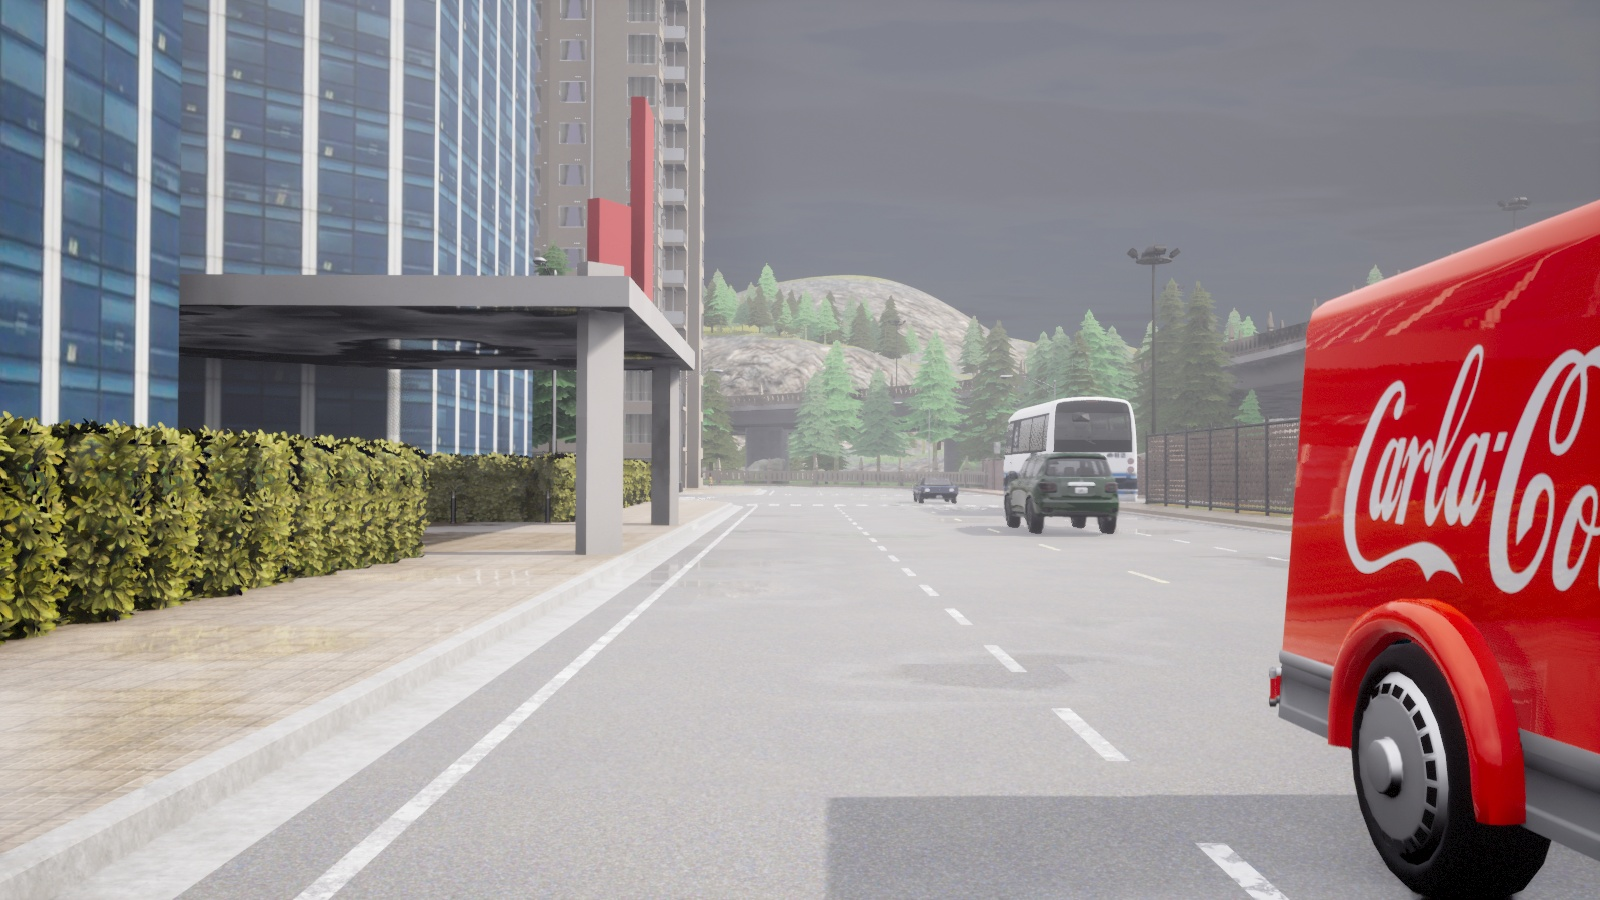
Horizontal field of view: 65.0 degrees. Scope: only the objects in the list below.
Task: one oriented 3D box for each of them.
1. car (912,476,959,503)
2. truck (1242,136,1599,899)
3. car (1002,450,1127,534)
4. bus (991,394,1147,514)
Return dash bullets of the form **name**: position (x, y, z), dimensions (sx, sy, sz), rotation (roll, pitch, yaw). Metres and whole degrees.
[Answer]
- **car**: position (6.832, 1.980, 63.751), dimensions (1.895, 1.301, 4.718), rotation (0, -1, 0)
- **truck**: position (3.488, 0.381, 3.514), dimensions (2.627, 2.467, 5.204), rotation (0, -2, 0)
- **car**: position (6.908, 1.067, 33.495), dimensions (2.150, 2.045, 5.566), rotation (0, -1, 0)
- **bus**: position (10.362, 0.232, 49.859), dimensions (3.944, 4.253, 10.273), rotation (0, -1, 0)
